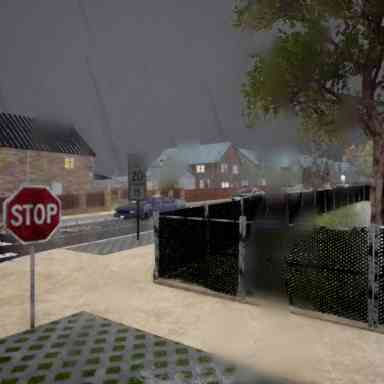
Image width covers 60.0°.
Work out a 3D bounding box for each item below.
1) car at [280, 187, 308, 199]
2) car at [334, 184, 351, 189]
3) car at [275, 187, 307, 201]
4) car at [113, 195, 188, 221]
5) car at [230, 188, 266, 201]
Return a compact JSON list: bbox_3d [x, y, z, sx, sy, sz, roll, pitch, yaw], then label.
[{"bbox_3d":[12.891,0.062,41.892,1.895,1.301,4.718,-1,2,37],"label":"car"},{"bbox_3d":[23.318,-0.546,51.325,2.128,1.511,4.902,-1,2,36],"label":"car"},{"bbox_3d":[9.709,0.258,32.599,2.128,1.511,4.902,-1,2,36],"label":"car"},{"bbox_3d":[-2.403,0.923,20.944,2.033,1.411,5.357,-1,2,36],"label":"car"},{"bbox_3d":[5.386,0.397,31.650,2.128,1.511,4.902,-1,2,36],"label":"car"}]
